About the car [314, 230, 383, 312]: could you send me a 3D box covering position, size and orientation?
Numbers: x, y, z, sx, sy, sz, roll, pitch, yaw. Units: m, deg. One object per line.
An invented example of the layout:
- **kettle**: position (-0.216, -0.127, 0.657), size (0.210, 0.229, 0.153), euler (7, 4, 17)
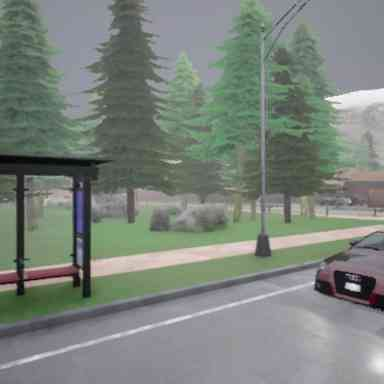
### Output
- **car**: position (4.558, 1.544, 7.213), size (4.181, 1.385, 1.994), euler (0, 0, -35)

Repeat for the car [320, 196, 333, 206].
- **car**: position (20.244, 1.049, 47.826), size (3.866, 1.878, 1.905), euler (0, 0, -37)

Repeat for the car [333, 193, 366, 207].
- **car**: position (22.063, 1.046, 46.046), size (4.605, 1.855, 1.932), euler (0, 0, -37)
